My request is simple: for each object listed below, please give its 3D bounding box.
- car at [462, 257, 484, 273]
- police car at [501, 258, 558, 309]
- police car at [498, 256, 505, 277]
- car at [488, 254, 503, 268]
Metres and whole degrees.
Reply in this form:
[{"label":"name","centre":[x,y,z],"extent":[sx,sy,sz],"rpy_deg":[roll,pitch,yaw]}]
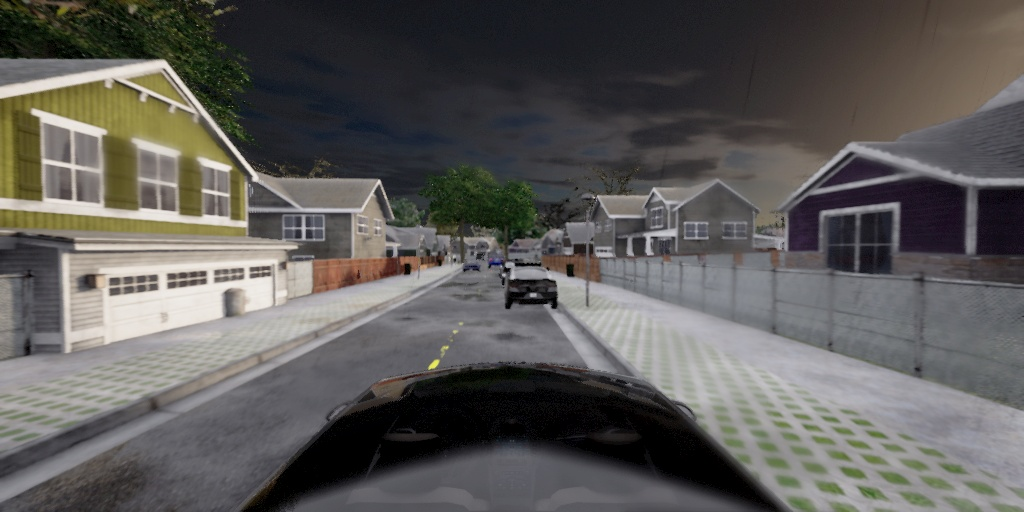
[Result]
[{"label":"car","centre":[-4.350,1.113,38.950],"extent":[1.895,1.301,4.718],"rpy_deg":[0,0,-4]},{"label":"police car","centre":[0.634,1.072,14.476],"extent":[1.930,1.638,5.238],"rpy_deg":[0,0,-2]},{"label":"police car","centre":[0.238,1.005,24.516],"extent":[1.930,1.638,5.238],"rpy_deg":[0,0,-3]},{"label":"car","centre":[-2.201,0.671,50.206],"extent":[2.150,2.045,5.566],"rpy_deg":[0,1,-4]}]
